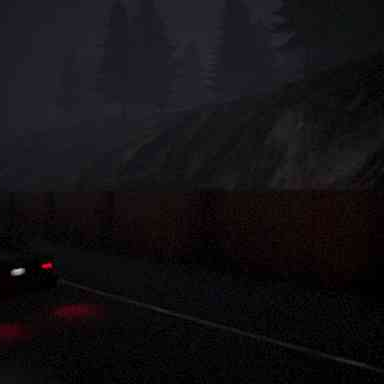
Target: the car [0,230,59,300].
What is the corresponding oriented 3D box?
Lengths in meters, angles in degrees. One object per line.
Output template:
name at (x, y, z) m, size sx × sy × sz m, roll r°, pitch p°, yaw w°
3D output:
car at (-5.332, 1.619, 8.060) m, size 5.357 × 1.411 × 2.033 m, roll 0°, pitch -1°, yaw 39°
